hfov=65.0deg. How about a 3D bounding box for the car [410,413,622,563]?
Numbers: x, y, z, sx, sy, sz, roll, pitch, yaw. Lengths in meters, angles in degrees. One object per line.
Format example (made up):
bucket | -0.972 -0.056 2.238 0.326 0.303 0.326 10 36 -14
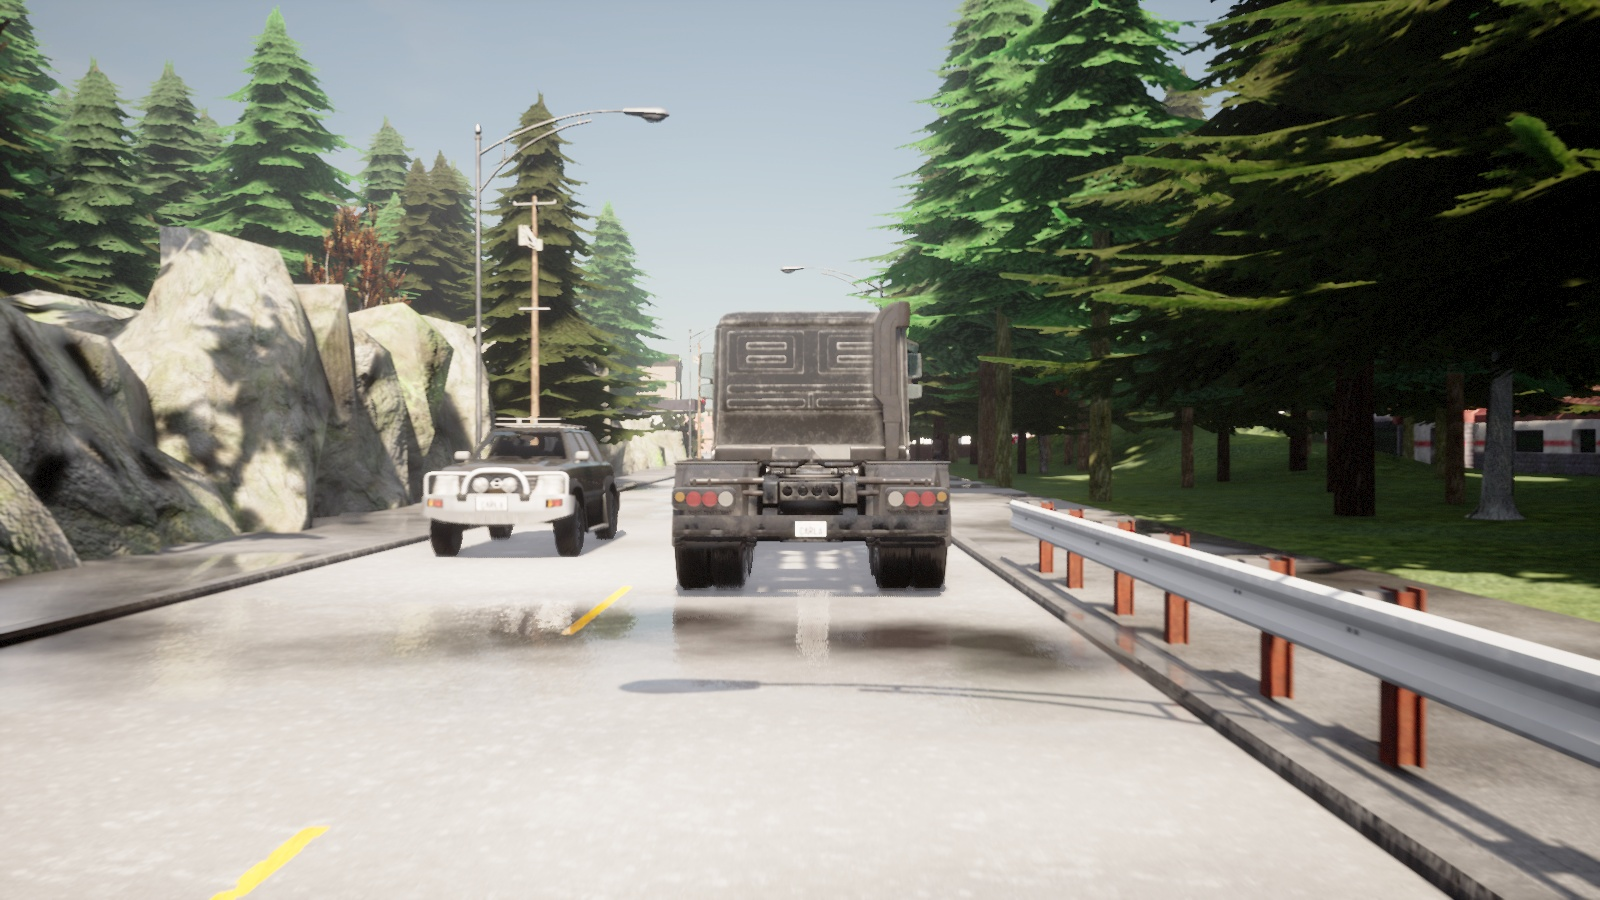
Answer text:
car | -3.843 0.478 17.846 1.932 1.855 4.605 0 0 1

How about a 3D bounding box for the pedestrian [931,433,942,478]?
pedestrian | 5.617 0.218 51.592 0.328 1.805 0.869 0 0 -3

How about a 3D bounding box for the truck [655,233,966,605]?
truck | 0.135 -0.309 15.663 2.891 3.462 7.936 0 0 1
